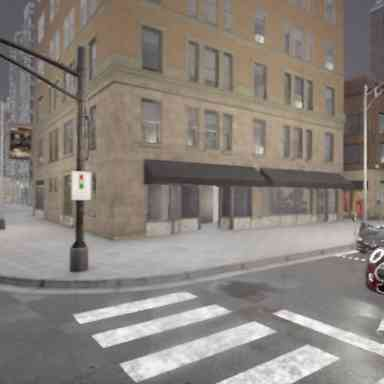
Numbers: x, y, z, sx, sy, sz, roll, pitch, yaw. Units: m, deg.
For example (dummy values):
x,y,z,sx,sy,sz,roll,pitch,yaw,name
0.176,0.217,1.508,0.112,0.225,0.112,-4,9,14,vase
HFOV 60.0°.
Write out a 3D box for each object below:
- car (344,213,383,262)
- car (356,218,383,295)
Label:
x,y,z,sx,sy,sz,roll,pitch,yaw,name
7.806,1.567,12.323,4.403,1.369,2.008,0,0,-36,car
5.944,1.362,7.588,4.553,1.767,2.097,0,0,-36,car
